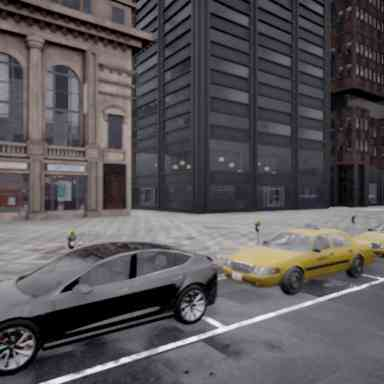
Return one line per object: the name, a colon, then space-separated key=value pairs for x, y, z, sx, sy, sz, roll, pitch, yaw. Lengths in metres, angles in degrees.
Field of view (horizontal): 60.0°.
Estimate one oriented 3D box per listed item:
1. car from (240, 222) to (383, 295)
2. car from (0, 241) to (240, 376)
car: x=2.963 y=1.560 z=8.767 sx=4.829 sy=1.417 sz=1.752 roll=0 pitch=0 yaw=-36
car: x=-1.490 y=1.575 z=5.589 sx=4.313 sy=1.339 sz=1.947 roll=0 pitch=0 yaw=-36
